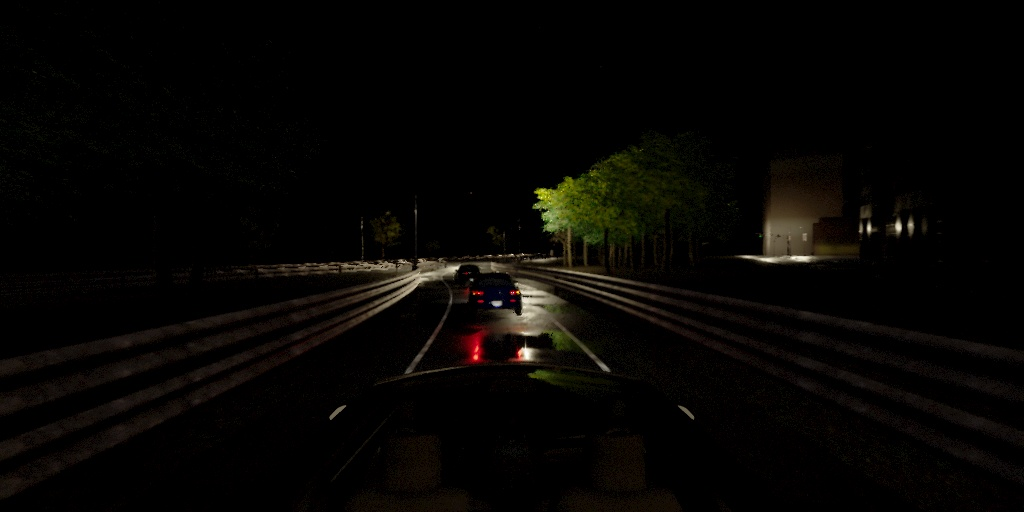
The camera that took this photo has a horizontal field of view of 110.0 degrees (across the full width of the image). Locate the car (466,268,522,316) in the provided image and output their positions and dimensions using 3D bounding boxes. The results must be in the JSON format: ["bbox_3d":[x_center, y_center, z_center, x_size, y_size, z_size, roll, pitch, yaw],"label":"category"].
[{"bbox_3d":[-0.730,1.353,13.707,1.812,1.442,4.674,0,0,-6],"label":"car"}]

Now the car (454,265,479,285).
[{"bbox_3d":[-3.419,1.419,28.371,1.837,1.490,4.892,0,0,-13],"label":"car"}]
